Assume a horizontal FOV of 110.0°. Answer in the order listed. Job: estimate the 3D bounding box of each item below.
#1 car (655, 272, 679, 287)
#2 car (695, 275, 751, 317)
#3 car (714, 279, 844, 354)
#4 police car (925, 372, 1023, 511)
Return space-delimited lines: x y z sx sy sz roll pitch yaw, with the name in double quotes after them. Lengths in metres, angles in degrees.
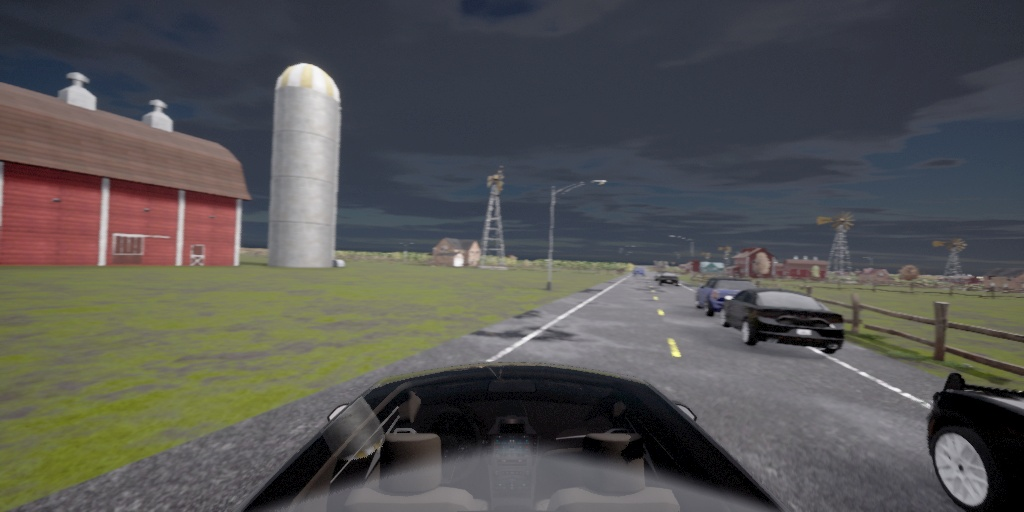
17.342 2.531 39.848 1.882 1.535 5.008 2 -1 20 "car"
9.735 1.734 16.286 2.097 1.767 4.553 2 -1 20 "car"
7.670 1.694 10.683 1.882 1.535 5.008 2 -1 20 "car"
4.259 1.368 1.404 1.930 1.638 5.238 2 -1 20 "police car"
